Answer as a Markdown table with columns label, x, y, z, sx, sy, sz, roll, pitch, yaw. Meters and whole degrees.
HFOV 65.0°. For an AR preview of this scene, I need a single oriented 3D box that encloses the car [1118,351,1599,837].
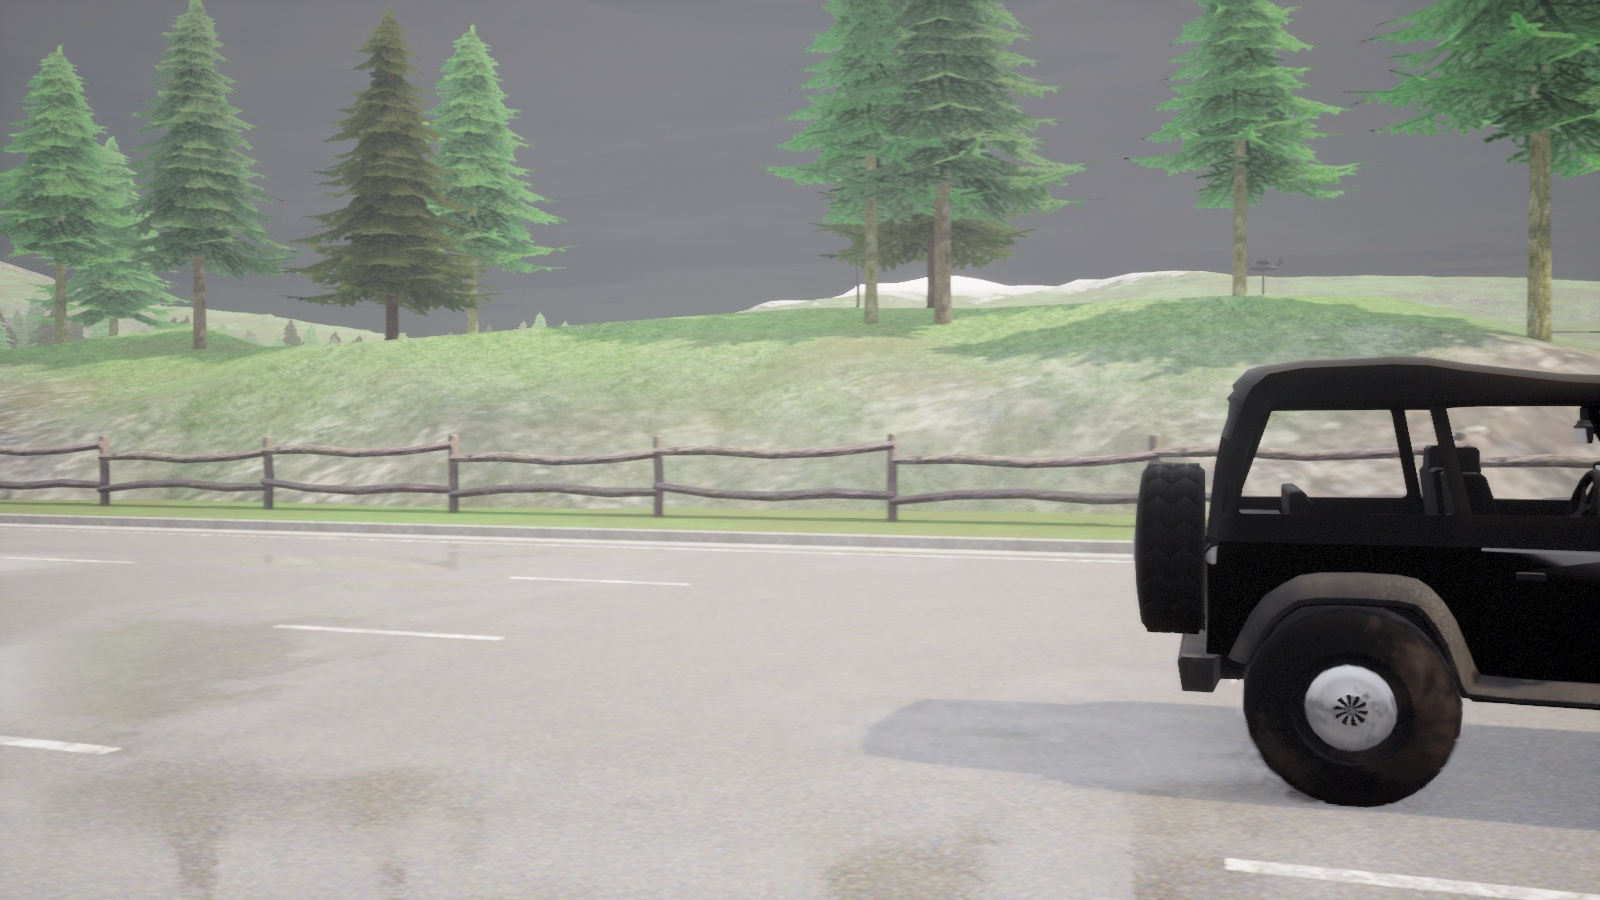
| label | x | y | z | sx | sy | sz | roll | pitch | yaw |
| --- | --- | --- | --- | --- | --- | --- | --- | --- | --- |
| car | 3.515 | 0.544 | 5.700 | 3.866 | 1.878 | 1.905 | 1 | 1 | 19 |
